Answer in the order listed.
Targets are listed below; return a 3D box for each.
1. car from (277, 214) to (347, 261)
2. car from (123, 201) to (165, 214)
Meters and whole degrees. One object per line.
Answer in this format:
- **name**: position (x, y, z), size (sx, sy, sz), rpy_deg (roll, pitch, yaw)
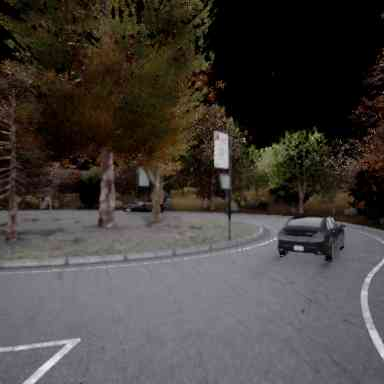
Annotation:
- **car**: position (4.792, 1.643, 13.088), size (1.837, 1.490, 4.892), rpy_deg (-1, -1, 31)
- **car**: position (-5.729, 1.784, 39.478), size (5.008, 1.535, 1.882), rpy_deg (1, 0, 10)
